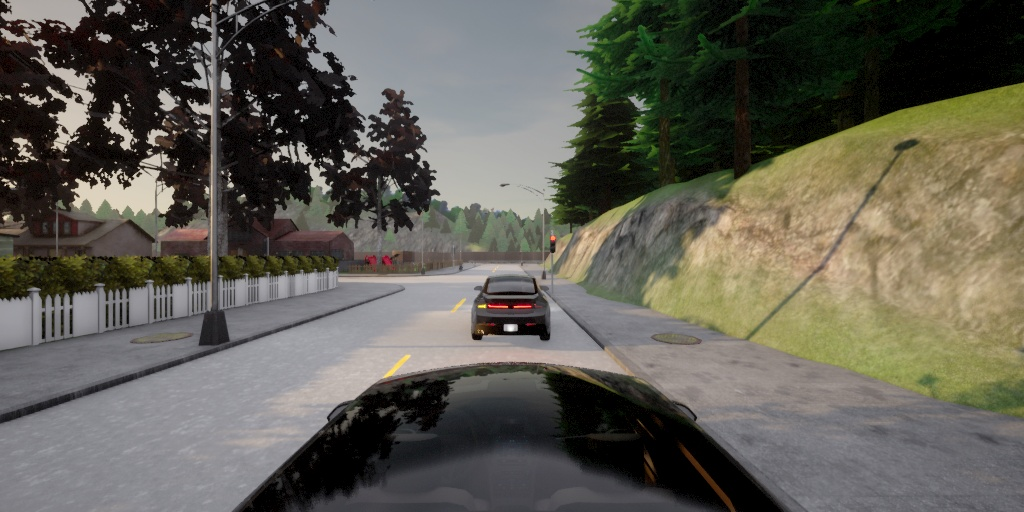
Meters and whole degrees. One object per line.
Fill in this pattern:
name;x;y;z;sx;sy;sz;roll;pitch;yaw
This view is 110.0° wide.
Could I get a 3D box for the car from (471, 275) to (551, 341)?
car;-0.017;1.255;9.933;1.837;1.490;4.892;0;0;0
